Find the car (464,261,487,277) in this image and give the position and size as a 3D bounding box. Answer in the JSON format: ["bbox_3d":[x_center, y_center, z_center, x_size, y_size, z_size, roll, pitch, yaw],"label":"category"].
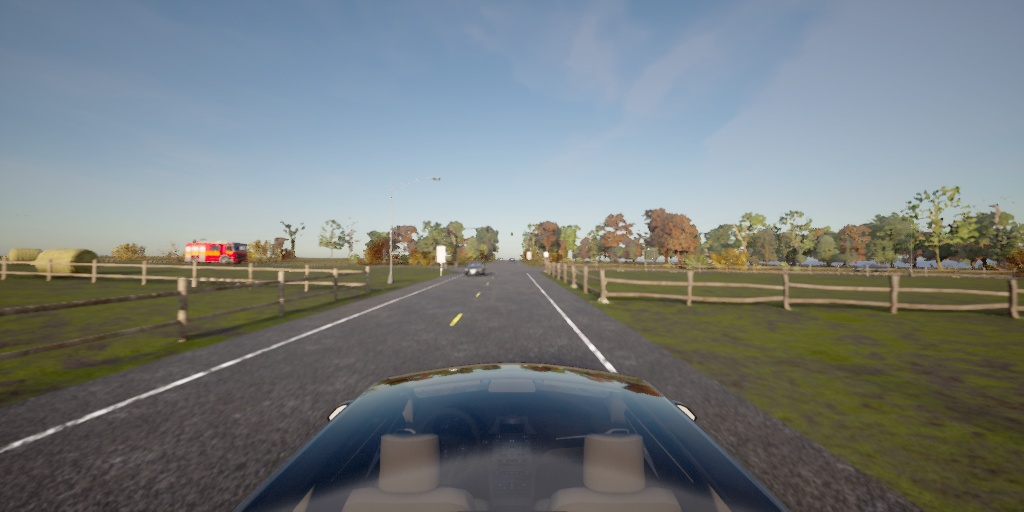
[{"bbox_3d":[-3.559,1.255,35.357,2.128,1.511,4.902,0,0,0],"label":"car"}]
